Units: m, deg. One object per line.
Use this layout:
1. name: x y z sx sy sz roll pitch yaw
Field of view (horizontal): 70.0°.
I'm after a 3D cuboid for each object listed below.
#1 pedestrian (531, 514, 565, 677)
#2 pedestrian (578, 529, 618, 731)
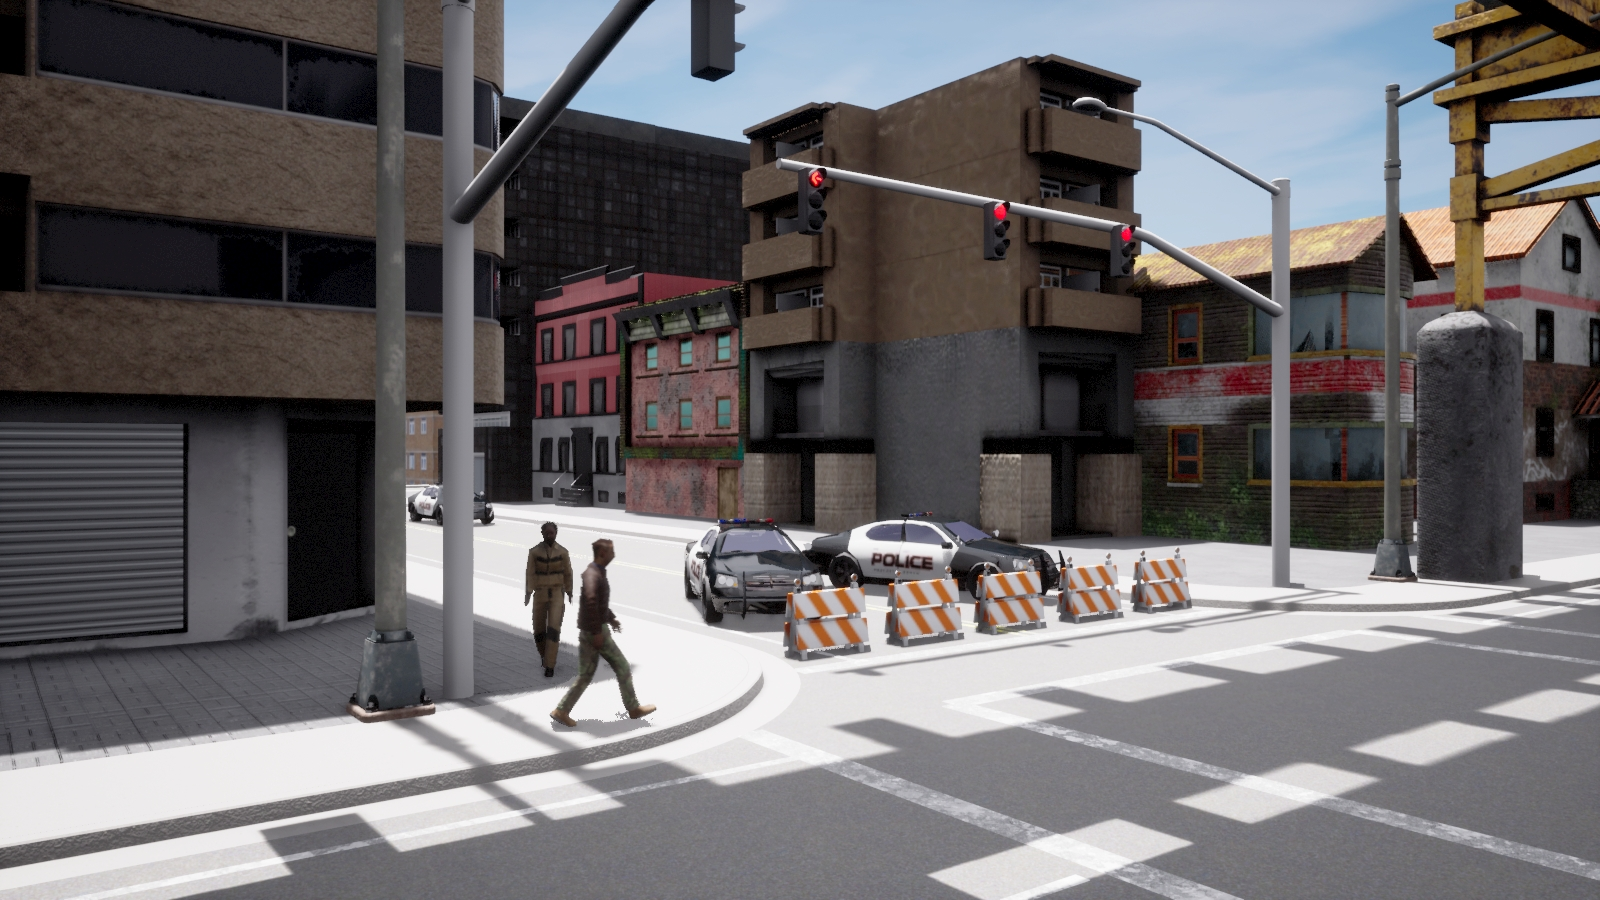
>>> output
1. pedestrian: -2.970 1.701 13.481 0.375 1.860 0.375 0 0 -11
2. pedestrian: -1.929 1.699 10.899 0.375 1.860 0.375 0 0 -12
